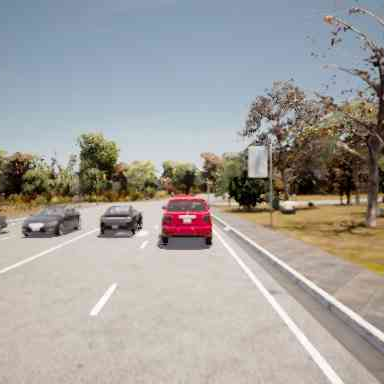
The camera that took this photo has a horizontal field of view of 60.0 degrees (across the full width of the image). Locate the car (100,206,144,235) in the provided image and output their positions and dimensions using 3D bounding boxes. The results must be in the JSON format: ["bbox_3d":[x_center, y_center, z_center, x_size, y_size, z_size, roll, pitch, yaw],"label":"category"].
[{"bbox_3d":[-3.874,1.517,18.873,2.128,1.511,4.902,0,0,-2],"label":"car"}]

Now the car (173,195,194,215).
[{"bbox_3d":[-0.955,1.308,36.127,2.150,2.045,5.566,0,0,-2],"label":"car"}]

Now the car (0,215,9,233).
[{"bbox_3d":[-10.974,1.576,16.045,2.033,1.411,5.357,0,0,-2],"label":"car"}]

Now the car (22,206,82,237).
[{"bbox_3d":[-7.548,1.520,18.336,2.128,1.511,4.902,0,0,-2],"label":"car"}]

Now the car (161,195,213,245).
[{"bbox_3d":[-0.269,1.237,15.836,2.150,2.045,5.566,0,0,-2],"label":"car"}]
